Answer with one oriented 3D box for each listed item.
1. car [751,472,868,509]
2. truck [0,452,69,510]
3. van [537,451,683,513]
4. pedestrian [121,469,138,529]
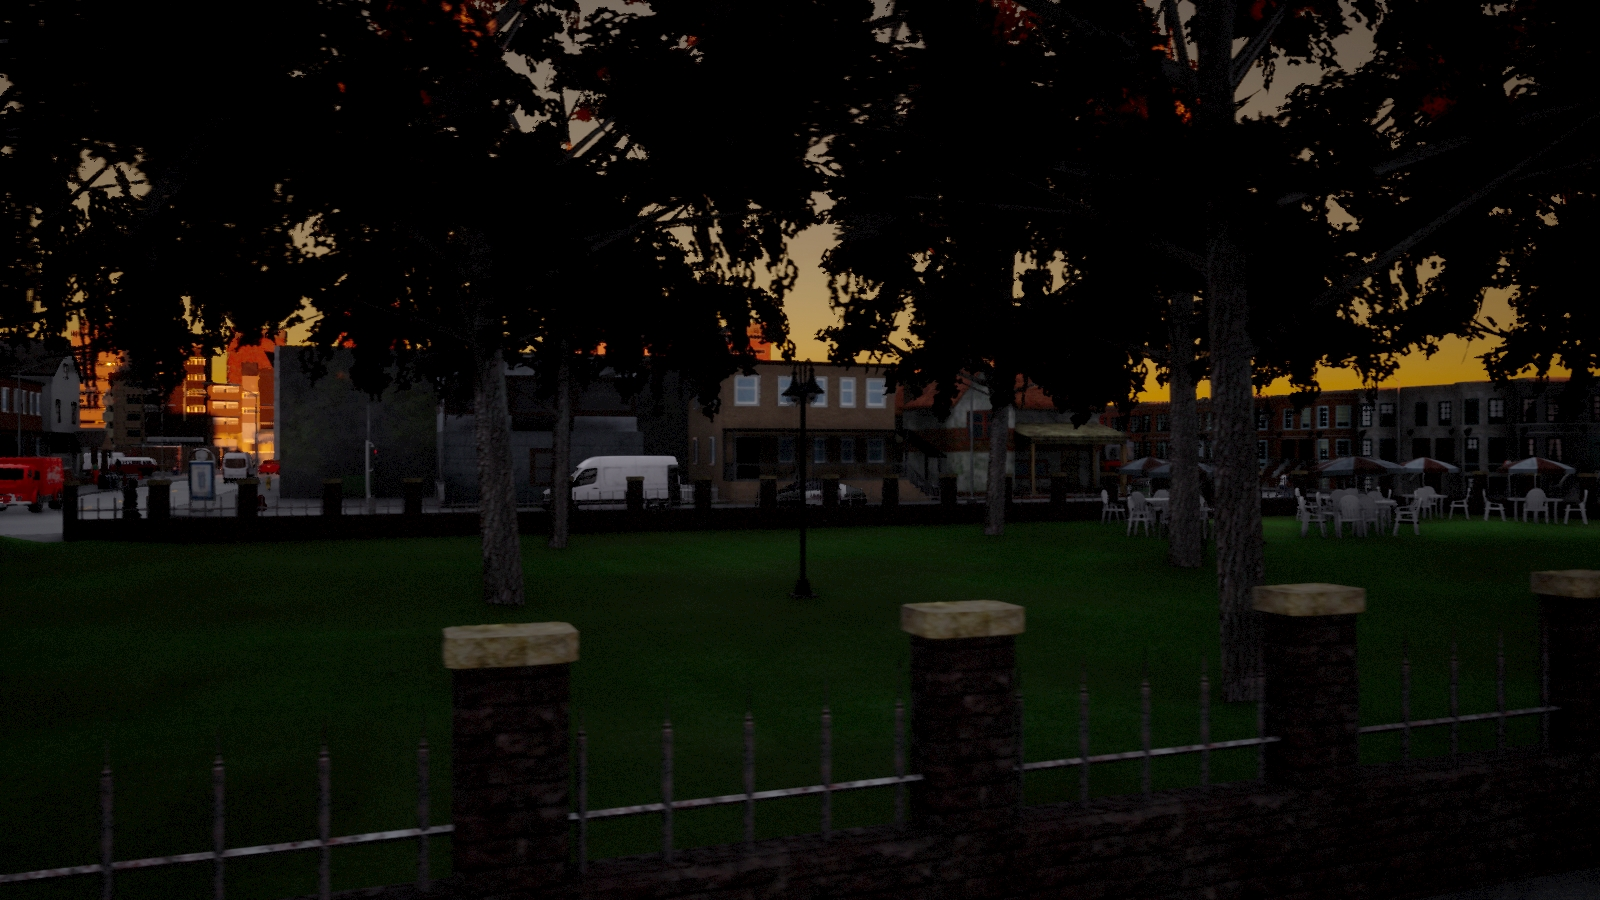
[{"bbox_3d":[0.425,1.818,52.311,4.974,1.542,2.038,0,0,-21],"label":"car"},{"bbox_3d":[-35.522,1.344,52.115,2.627,2.467,5.204,0,0,-20],"label":"truck"},{"bbox_3d":[-8.169,1.314,49.047,5.915,2.561,1.988,0,0,-20],"label":"van"},{"bbox_3d":[-21.084,1.525,35.951,0.375,1.860,0.375,0,0,-15],"label":"pedestrian"}]
